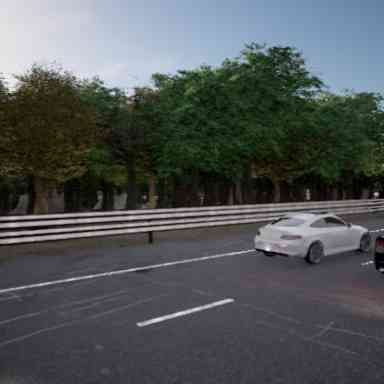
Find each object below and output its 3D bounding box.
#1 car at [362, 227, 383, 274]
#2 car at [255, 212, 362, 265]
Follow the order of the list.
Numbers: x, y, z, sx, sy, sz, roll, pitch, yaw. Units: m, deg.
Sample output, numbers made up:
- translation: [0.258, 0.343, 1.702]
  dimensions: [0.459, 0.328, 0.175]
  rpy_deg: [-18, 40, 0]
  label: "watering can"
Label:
- translation: [6.697, 1.354, 8.642]
  dimensions: [5.008, 1.535, 1.882]
  rpy_deg: [-1, 1, -36]
  label: "car"
- translation: [4.101, 1.392, 11.089]
  dimensions: [4.674, 1.442, 1.812]
  rpy_deg: [-1, 1, -36]
  label: "car"
